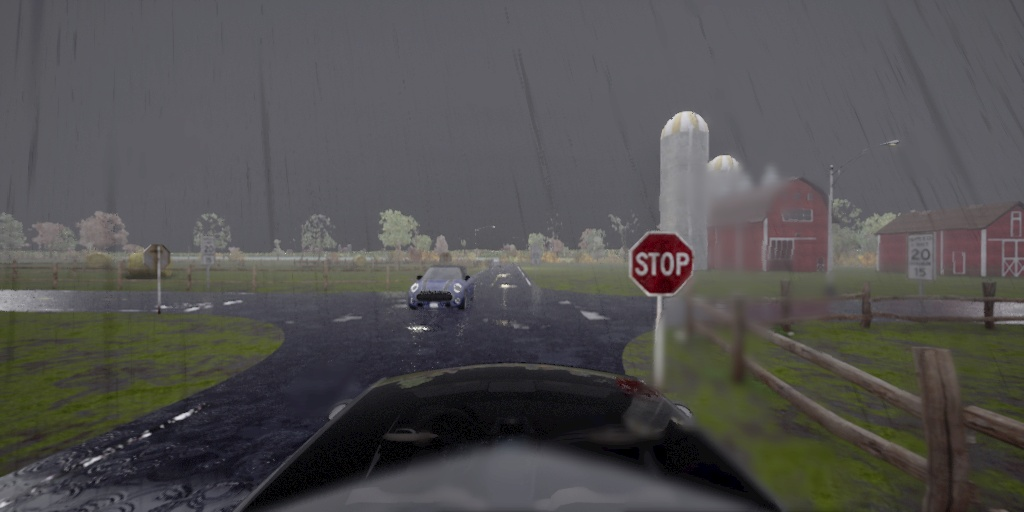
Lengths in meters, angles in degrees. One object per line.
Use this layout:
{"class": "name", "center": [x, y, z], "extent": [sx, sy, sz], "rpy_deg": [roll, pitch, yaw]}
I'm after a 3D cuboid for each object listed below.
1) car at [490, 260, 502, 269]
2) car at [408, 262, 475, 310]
{"class": "car", "center": [-2.843, 1.403, 63.492], "extent": [1.812, 1.442, 4.674], "rpy_deg": [0, 0, 0]}
{"class": "car", "center": [-2.762, 1.151, 14.933], "extent": [2.097, 1.767, 4.553], "rpy_deg": [1, 0, 0]}
